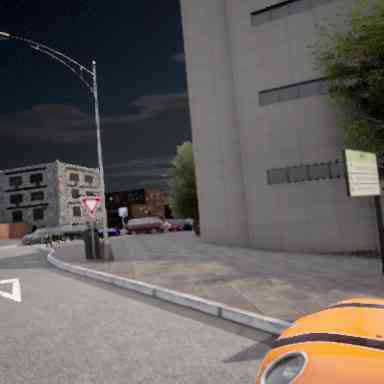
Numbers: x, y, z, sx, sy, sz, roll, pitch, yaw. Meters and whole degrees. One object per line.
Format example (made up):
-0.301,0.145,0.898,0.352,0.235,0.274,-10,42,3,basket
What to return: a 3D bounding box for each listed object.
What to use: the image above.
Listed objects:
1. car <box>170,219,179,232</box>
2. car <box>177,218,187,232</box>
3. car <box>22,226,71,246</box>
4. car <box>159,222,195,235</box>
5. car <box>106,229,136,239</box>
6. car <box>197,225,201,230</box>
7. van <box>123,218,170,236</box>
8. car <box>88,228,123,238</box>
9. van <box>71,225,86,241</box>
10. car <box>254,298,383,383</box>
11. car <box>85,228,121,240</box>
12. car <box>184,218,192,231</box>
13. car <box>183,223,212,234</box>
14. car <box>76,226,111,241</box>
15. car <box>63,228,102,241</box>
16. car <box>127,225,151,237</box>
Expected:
-4.588,4.615,41.779,4.792,1.488,2.163,-6,-7,16,car
-3.799,4.864,44.488,5.008,1.535,2.097,-6,-8,16,car
-15.141,4.456,34.149,2.097,1.767,4.553,-6,-6,19,car
-2.222,5.471,49.752,4.792,1.488,2.163,-6,-8,16,car
-12.382,7.324,58.365,4.674,1.452,2.002,-6,-8,16,car
0.410,6.293,57.669,5.366,1.575,1.946,-6,-8,16,car
-5.328,4.103,39.129,4.442,1.987,1.878,-6,-7,16,van
-11.667,5.624,45.045,1.895,1.301,4.718,-6,-7,16,car
-16.591,5.630,45.048,4.442,1.987,1.878,-6,-7,16,van
2.671,1.368,2.081,4.553,1.767,2.097,1,0,35,car
-14.183,6.717,53.114,5.366,1.575,1.946,-6,-8,16,car
-3.051,4.901,47.131,5.566,2.045,2.435,-6,-8,16,car
1.073,6.634,60.367,4.792,1.488,2.163,-6,-8,16,car
-14.831,6.268,50.293,4.553,1.767,2.185,-6,-8,16,car
-15.666,6.109,47.632,5.008,1.535,2.097,-6,-7,16,car
-8.694,6.431,54.821,2.097,1.767,4.553,-6,-8,17,car
